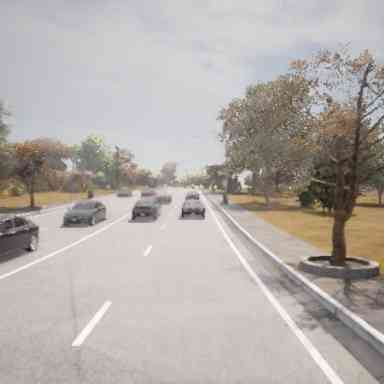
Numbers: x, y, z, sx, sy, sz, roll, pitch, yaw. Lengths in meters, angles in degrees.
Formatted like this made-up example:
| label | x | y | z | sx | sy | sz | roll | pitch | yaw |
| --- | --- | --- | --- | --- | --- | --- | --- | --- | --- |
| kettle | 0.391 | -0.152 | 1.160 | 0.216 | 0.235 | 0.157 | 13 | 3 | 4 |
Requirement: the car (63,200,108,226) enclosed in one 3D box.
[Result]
| label | x | y | z | sx | sy | sz | roll | pitch | yaw |
| --- | --- | --- | --- | --- | --- | --- | --- | --- | --- |
| car | -7.052 | 1.342 | 22.359 | 1.837 | 1.490 | 4.892 | 0 | 2 | 0 |

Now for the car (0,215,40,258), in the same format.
| label | x | y | z | sx | sy | sz | roll | pitch | yaw |
| --- | --- | --- | --- | --- | --- | --- | --- | --- | --- |
| car | -7.091 | 1.607 | 11.651 | 1.837 | 1.490 | 4.892 | 0 | 0 | 0 |

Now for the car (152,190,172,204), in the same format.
| label | x | y | z | sx | sy | sz | roll | pitch | yaw |
| --- | --- | --- | --- | --- | --- | --- | --- | --- | --- |
| car | -3.436 | 0.700 | 41.010 | 1.895 | 1.301 | 4.718 | 0 | 2 | 0 |

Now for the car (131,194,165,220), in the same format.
| label | x | y | z | sx | sy | sz | roll | pitch | yaw |
| --- | --- | --- | --- | --- | --- | --- | --- | --- | --- |
| car | -3.400 | 1.223 | 25.428 | 1.837 | 1.490 | 4.892 | 0 | 3 | 0 |

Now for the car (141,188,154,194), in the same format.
| label | x | y | z | sx | sy | sz | roll | pitch | yaw |
| --- | --- | --- | --- | --- | --- | --- | --- | --- | --- |
| car | -7.055 | 0.071 | 53.754 | 1.882 | 1.535 | 5.008 | 0 | 2 | 0 |

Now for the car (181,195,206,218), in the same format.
| label | x | y | z | sx | sy | sz | roll | pitch | yaw |
| --- | --- | --- | --- | --- | --- | --- | --- | --- | --- |
| car | 0.099 | 1.264 | 26.779 | 1.895 | 1.301 | 4.718 | 0 | 2 | 0 |

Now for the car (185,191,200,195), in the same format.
| label | x | y | z | sx | sy | sz | roll | pitch | yaw |
| --- | --- | --- | --- | --- | --- | --- | --- | --- | --- |
| car | 0.069 | 0.579 | 42.165 | 1.812 | 1.442 | 4.674 | 0 | 2 | 0 |

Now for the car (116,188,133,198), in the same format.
| label | x | y | z | sx | sy | sz | roll | pitch | yaw |
| --- | --- | --- | --- | --- | --- | --- | --- | --- | --- |
| car | -10.565 | 0.152 | 52.385 | 1.837 | 1.490 | 4.892 | 0 | 2 | 0 |
